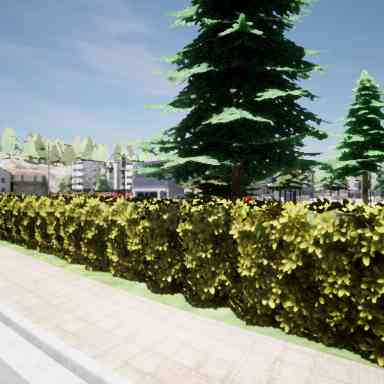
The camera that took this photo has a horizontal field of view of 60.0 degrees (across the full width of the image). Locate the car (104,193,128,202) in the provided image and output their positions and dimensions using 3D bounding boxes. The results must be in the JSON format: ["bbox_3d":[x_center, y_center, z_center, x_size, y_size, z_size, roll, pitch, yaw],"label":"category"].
[{"bbox_3d":[-15.876,1.097,69.643,1.932,1.855,4.605,0,0,44],"label":"car"}]

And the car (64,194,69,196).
[{"bbox_3d":[-27.350,1.154,80.367,2.152,1.636,5.027,0,0,44],"label":"car"}]

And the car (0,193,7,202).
[{"bbox_3d":[-41.786,1.097,70.187,1.932,1.855,4.605,0,0,44],"label":"car"}]

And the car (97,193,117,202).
[{"bbox_3d":[-18.236,1.077,71.388,1.905,1.878,3.866,0,0,44],"label":"car"}]

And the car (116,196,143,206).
[{"bbox_3d":[-10.065,1.384,53.309,1.970,1.475,3.806,0,0,44],"label":"car"}]

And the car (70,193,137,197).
[{"bbox_3d":[-8.071,1.221,31.035,2.150,2.045,5.566,0,0,44],"label":"car"}]
